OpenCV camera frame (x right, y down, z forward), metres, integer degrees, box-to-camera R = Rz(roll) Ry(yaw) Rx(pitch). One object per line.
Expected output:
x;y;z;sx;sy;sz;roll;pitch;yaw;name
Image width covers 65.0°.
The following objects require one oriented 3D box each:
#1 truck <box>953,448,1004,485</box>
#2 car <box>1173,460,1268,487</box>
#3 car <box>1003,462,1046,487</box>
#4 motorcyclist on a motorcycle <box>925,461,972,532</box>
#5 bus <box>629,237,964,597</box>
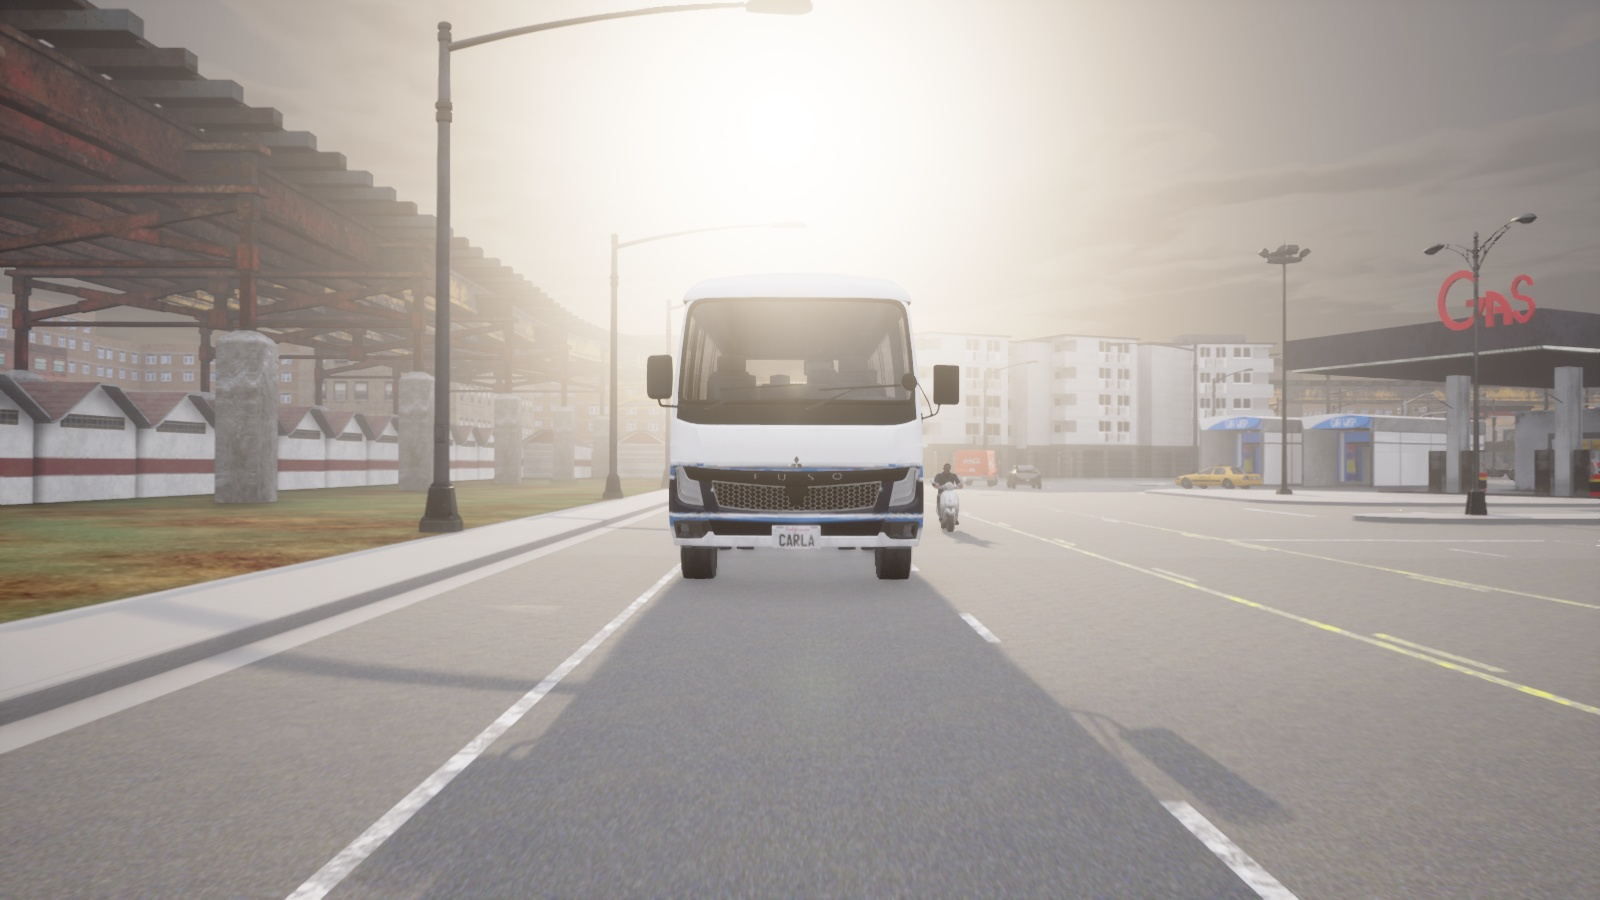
12.422;1.160;87.288;2.627;2.467;5.204;-1;-1;18;truck
25.418;1.425;76.126;1.801;1.575;5.366;0;-1;-37;car
14.074;1.514;78.939;2.128;1.511;4.902;0;-1;5;car
3.428;1.063;29.216;0.866;1.590;1.817;0;-1;0;motorcyclist on a motorcycle
-0.055;-0.344;20.002;3.944;4.253;10.273;0;-1;0;bus
